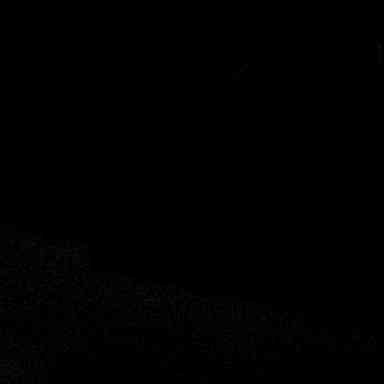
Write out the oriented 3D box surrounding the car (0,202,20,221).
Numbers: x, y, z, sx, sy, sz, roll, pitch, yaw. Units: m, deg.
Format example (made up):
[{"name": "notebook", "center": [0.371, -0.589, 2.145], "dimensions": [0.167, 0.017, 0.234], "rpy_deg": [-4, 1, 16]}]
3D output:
[{"name": "car", "center": [-14.523, 1.518, 24.811], "dimensions": [1.812, 1.442, 4.674], "rpy_deg": [0, 0, 36]}]
